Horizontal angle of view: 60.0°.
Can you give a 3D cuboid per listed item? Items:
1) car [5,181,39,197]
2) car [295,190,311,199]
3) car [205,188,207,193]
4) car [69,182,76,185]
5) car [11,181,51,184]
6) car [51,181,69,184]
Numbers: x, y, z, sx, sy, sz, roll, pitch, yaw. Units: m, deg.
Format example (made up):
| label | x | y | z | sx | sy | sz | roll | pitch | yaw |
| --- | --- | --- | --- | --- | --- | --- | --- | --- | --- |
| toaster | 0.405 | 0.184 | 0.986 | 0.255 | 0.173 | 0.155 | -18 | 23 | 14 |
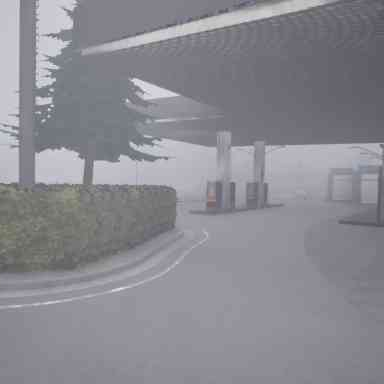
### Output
| label | x | y | z | sx | sy | sz | roll | pitch | yaw |
| --- | --- | --- | --- | --- | --- | --- | --- | --- | --- |
| car | -21.692 | -0.452 | 42.409 | 4.605 | 1.855 | 1.932 | 2 | 2 | 35 |
| car | 18.915 | 0.399 | 56.682 | 1.812 | 1.442 | 4.674 | 2 | 2 | 35 |
| car | 4.976 | -0.343 | 65.563 | 5.027 | 1.636 | 2.152 | 2 | 2 | 35 |
| car | -25.349 | -1.274 | 68.052 | 4.605 | 1.855 | 1.932 | 2 | 2 | 35 |
| car | -17.164 | -0.169 | 35.189 | 3.866 | 1.878 | 1.905 | 2 | 2 | 35 |
| car | -26.688 | -1.246 | 65.441 | 3.866 | 1.878 | 1.905 | 2 | 2 | 35 |
